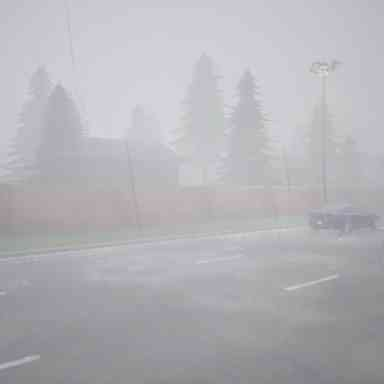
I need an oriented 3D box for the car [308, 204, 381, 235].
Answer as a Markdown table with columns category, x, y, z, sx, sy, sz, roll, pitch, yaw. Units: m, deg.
| category | x | y | z | sx | sy | sz | roll | pitch | yaw |
| --- | --- | --- | --- | --- | --- | --- | --- | --- | --- |
| car | 8.530 | 1.393 | 18.425 | 5.008 | 1.535 | 1.882 | 0 | 0 | -35 |
